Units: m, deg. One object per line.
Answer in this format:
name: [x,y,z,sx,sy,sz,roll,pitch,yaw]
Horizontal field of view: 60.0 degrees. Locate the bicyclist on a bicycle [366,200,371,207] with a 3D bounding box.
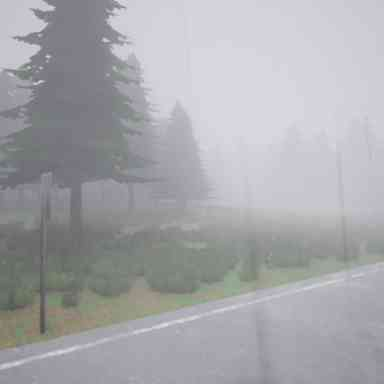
bicyclist on a bicycle: [22.431,1.842,42.307,1.656,1.620,0.582,-11,6,-35]

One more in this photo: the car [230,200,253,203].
car: [8.239,2.008,56.279,2.128,1.511,4.902,1,0,-35]
